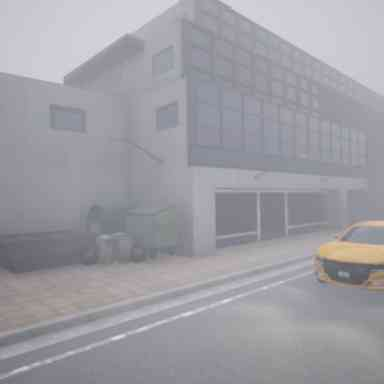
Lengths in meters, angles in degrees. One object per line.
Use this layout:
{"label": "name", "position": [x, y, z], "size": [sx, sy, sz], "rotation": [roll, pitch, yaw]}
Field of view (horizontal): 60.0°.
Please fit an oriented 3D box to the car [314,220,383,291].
{"label": "car", "position": [5.157, 1.536, 9.019], "size": [5.008, 1.535, 1.882], "rotation": [0, -1, -43]}
